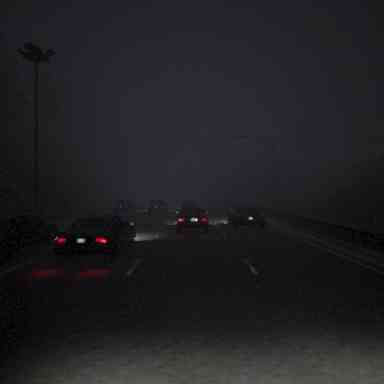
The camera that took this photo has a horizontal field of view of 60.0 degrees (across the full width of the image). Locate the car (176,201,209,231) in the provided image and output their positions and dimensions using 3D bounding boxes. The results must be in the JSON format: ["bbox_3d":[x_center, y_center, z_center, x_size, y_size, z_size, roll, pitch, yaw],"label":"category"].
[{"bbox_3d":[0.017,1.531,20.190,2.033,1.411,5.357,0,0,-1],"label":"car"}]

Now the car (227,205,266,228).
[{"bbox_3d":[3.496,1.548,21.950,1.994,1.385,4.181,0,0,-1],"label":"car"}]

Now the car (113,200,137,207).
[{"bbox_3d":[-7.145,1.517,35.599,2.033,1.411,5.357,0,0,-1],"label":"car"}]

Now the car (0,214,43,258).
[{"bbox_3d":[-6.916,1.535,12.664,2.033,1.411,5.357,0,0,0],"label":"car"}]

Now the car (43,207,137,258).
[{"bbox_3d":[-3.416,1.536,12.676,2.033,1.411,5.357,0,0,0],"label":"car"}]

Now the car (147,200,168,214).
[{"bbox_3d":[-3.645,1.518,35.618,2.033,1.411,5.357,0,0,-1],"label":"car"}]
